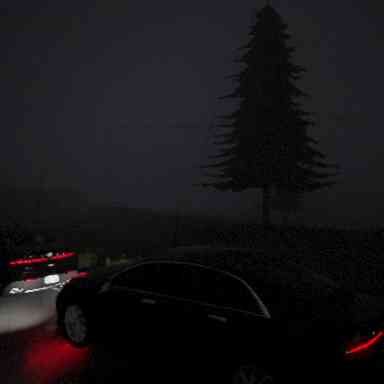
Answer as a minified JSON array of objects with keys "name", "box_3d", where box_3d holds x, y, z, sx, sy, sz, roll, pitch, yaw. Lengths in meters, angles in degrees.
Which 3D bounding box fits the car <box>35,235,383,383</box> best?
[{"name":"car","box_3d":[0.013,1.538,4.695,4.892,1.490,1.837,0,0,36]}]

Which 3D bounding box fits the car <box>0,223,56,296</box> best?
[{"name":"car","box_3d":[-4.823,1.537,8.247,4.892,1.490,1.837,0,0,36]}]
